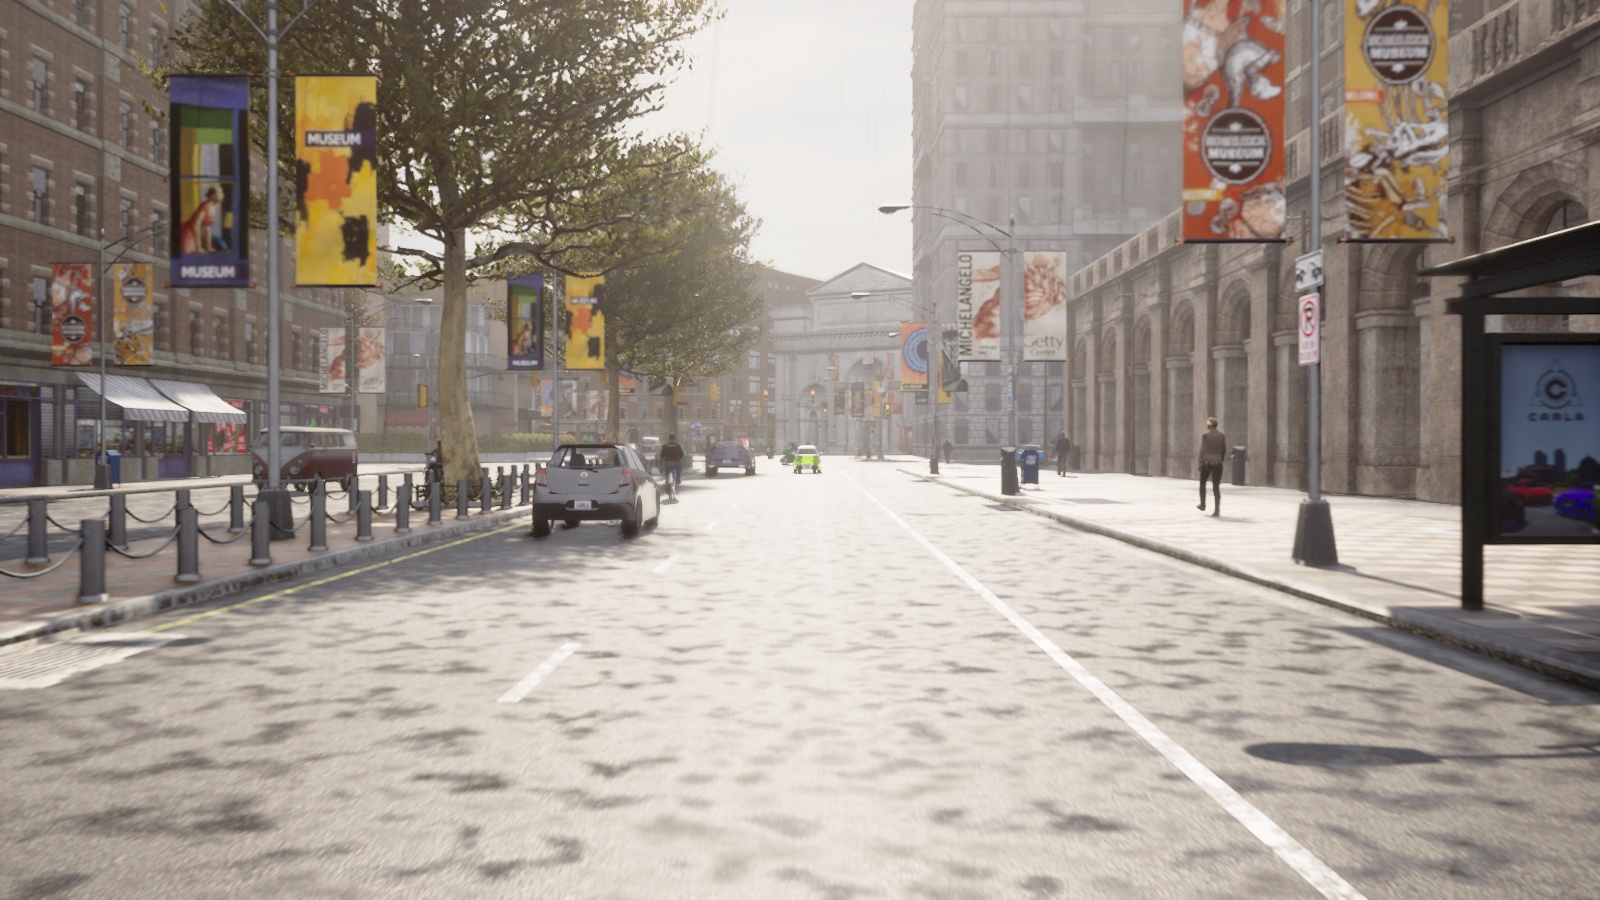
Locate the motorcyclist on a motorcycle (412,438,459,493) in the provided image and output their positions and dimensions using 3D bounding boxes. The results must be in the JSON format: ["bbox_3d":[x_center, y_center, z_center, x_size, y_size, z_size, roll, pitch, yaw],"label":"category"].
[{"bbox_3d":[-11.264,0.468,38.916,0.766,1.649,2.350,0,0,0],"label":"motorcyclist on a motorcycle"}]

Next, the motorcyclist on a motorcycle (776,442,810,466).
[{"bbox_3d":[-0.467,0.264,82.428,2.044,1.523,0.797,0,1,-20],"label":"motorcyclist on a motorcycle"}]

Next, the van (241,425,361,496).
[{"bbox_3d":[-14.772,0.276,37.430,1.775,1.987,4.442,0,0,0],"label":"van"}]

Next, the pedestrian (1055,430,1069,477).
[{"bbox_3d":[10.331,0.132,49.515,0.402,1.842,0.726,0,0,0],"label":"pedestrian"}]

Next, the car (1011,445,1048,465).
[{"bbox_3d":[15.630,0.332,85.549,2.207,1.376,1.481,0,0,0],"label":"car"}]

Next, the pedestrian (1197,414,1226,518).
[{"bbox_3d":[7.388,0.282,22.563,0.331,1.846,0.634,0,0,3],"label":"pedestrian"}]

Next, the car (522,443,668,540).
[{"bbox_3d":[-3.364,0.638,21.251,1.845,1.501,3.633,0,0,0],"label":"car"}]

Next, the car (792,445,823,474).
[{"bbox_3d":[0.353,0.455,61.509,1.481,1.376,2.207,0,1,1],"label":"car"}]

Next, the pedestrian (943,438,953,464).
[{"bbox_3d":[10.331,0.055,87.720,0.634,1.844,0.899,0,0,12],"label":"pedestrian"}]

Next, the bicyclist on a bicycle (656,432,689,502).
[{"bbox_3d":[-3.299,0.430,32.673,0.659,1.776,1.843,0,1,0],"label":"bicyclist on a bicycle"}]

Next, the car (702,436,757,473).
[{"bbox_3d":[-3.230,0.192,58.597,2.152,1.651,5.027,0,0,1],"label":"car"}]
